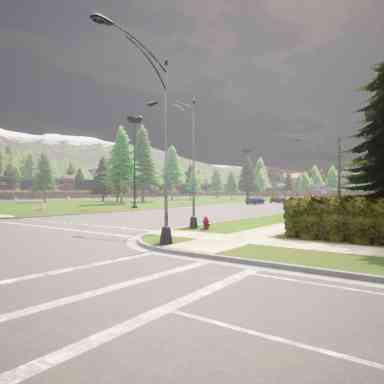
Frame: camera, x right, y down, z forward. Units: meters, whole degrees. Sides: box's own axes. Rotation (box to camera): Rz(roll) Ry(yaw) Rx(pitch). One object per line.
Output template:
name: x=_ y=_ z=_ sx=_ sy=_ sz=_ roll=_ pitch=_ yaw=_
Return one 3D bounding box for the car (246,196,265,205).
car: x=11.268 y=1.478 z=58.762 sx=1.882 sy=1.535 sz=5.008 roll=0 pitch=0 yaw=36

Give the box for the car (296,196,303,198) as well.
car: x=18.739 y=1.478 z=57.148 sx=1.882 sy=1.535 sz=5.008 roll=0 pitch=0 yaw=36

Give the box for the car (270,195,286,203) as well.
car: x=17.518 y=1.353 z=67.408 sx=2.097 sy=1.767 sz=4.553 roll=0 pitch=0 yaw=36
